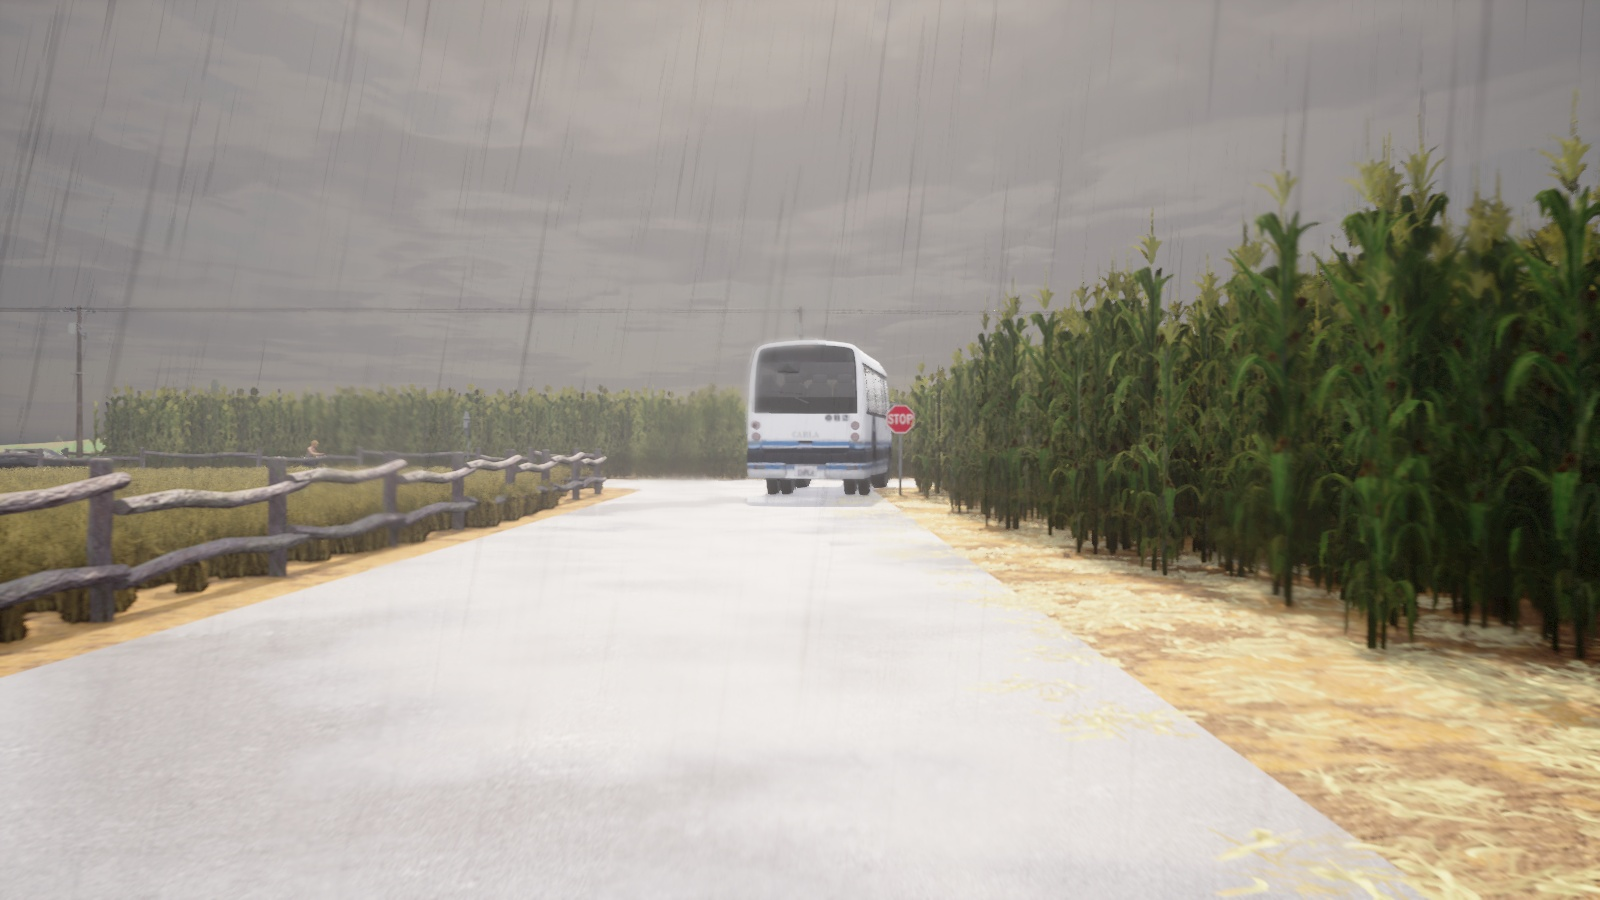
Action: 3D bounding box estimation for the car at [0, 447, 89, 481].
[{"bbox_3d":[-30.689,0.546,49.116,4.718,1.301,1.895,0,0,0],"label":"car"}]

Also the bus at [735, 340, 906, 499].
[{"bbox_3d":[0.951,-0.848,38.837,3.944,4.253,10.273,0,0,8],"label":"bus"}]
